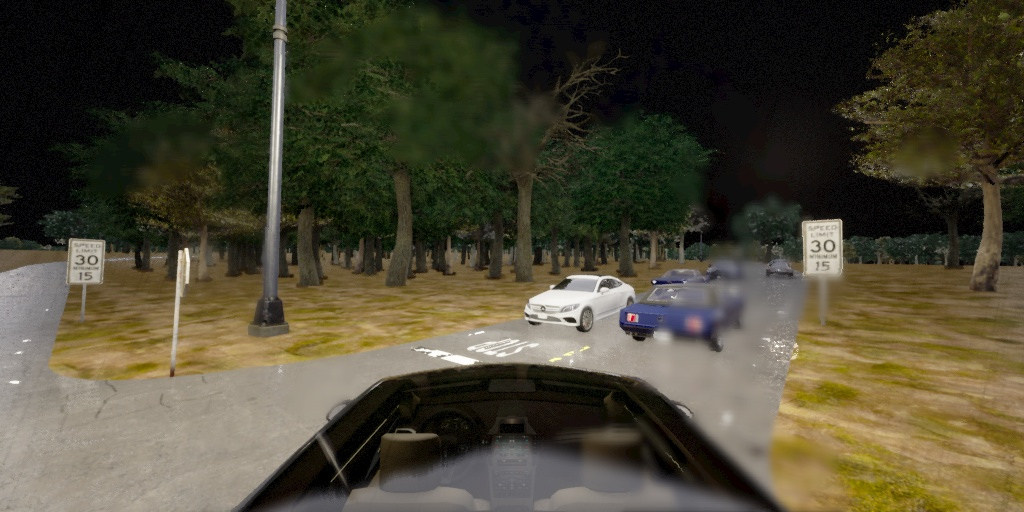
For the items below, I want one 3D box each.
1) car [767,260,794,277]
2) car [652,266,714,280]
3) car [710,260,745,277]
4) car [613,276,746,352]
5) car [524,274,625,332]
[{"bbox_3d":[25.866,1.257,34.586,1.994,1.385,4.181,-1,0,38],"label":"car"},{"bbox_3d":[9.093,1.377,19.197,1.895,1.301,4.718,-1,-1,40],"label":"car"},{"bbox_3d":[17.275,1.112,28.921,2.097,1.767,4.553,-1,-1,40],"label":"car"},{"bbox_3d":[4.506,1.348,8.983,1.895,1.301,4.718,-1,-1,40],"label":"car"},{"bbox_3d":[2.317,1.312,11.216,1.812,1.442,4.674,-1,-1,41],"label":"car"}]
